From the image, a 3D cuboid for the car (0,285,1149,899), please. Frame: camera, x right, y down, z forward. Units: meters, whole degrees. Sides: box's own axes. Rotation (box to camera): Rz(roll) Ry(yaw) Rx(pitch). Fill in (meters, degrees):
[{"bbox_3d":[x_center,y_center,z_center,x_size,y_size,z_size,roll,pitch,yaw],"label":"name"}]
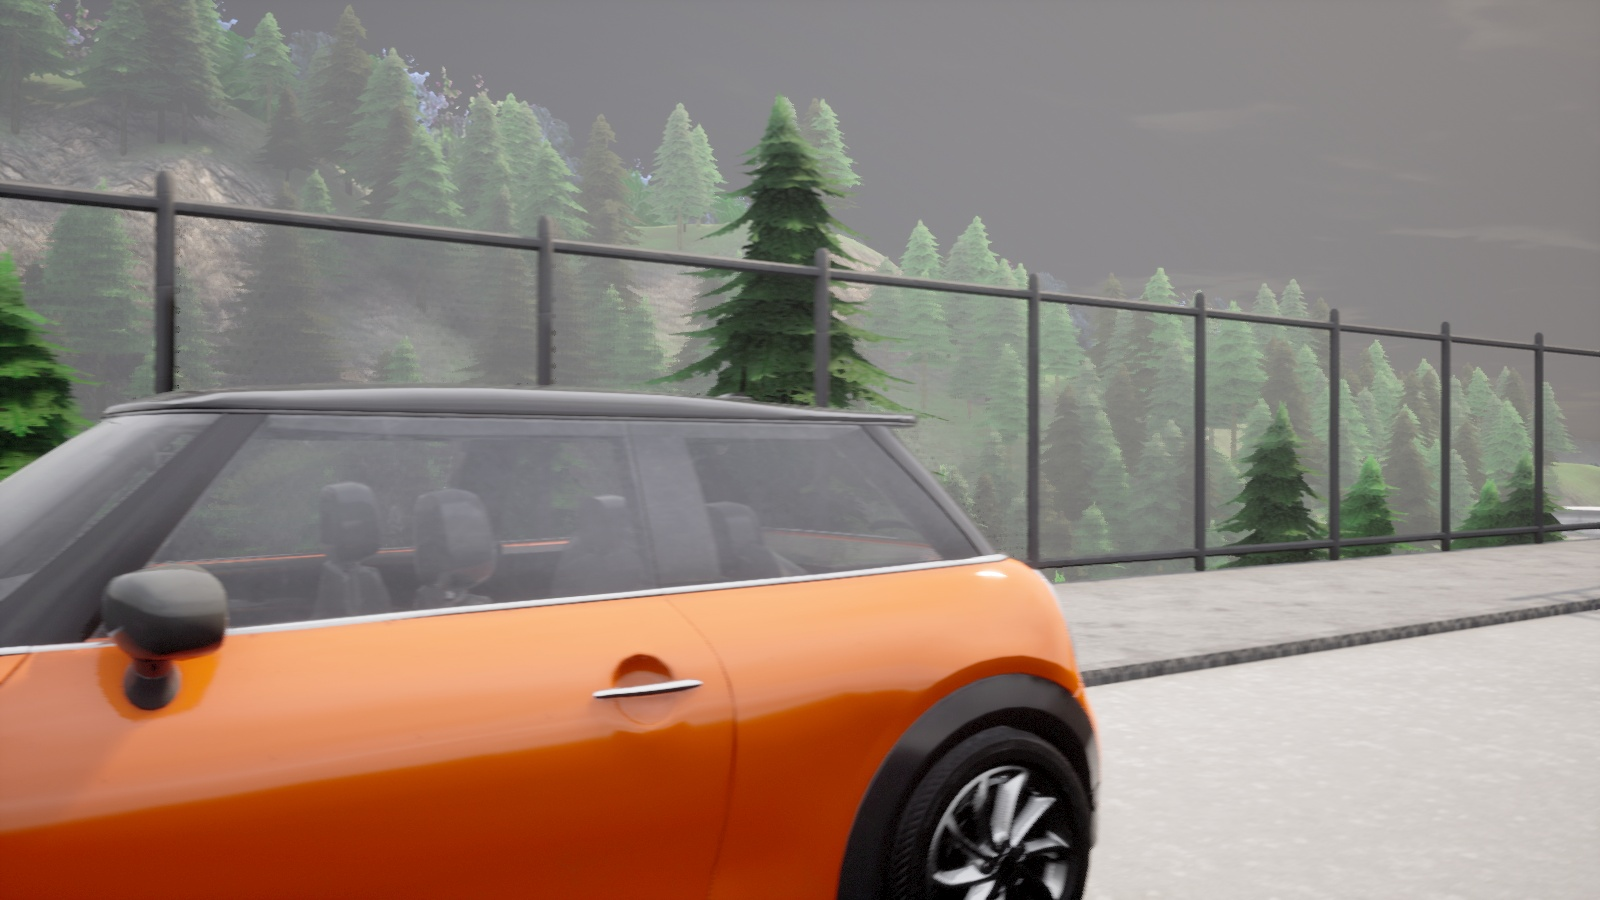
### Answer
[{"bbox_3d":[-1.442,0.614,3.263,4.553,1.767,2.097,0,0,-35],"label":"car"}]
